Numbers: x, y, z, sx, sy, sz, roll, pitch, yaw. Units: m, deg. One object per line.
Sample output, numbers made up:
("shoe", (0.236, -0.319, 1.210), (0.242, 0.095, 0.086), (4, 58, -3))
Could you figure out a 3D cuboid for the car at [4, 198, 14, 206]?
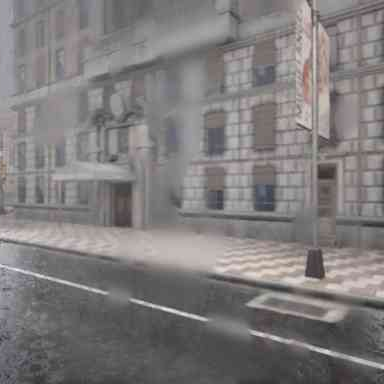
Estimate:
("car", (-27.545, 1.501, 53.003), (2.128, 1.511, 4.902), (0, 0, 36))
